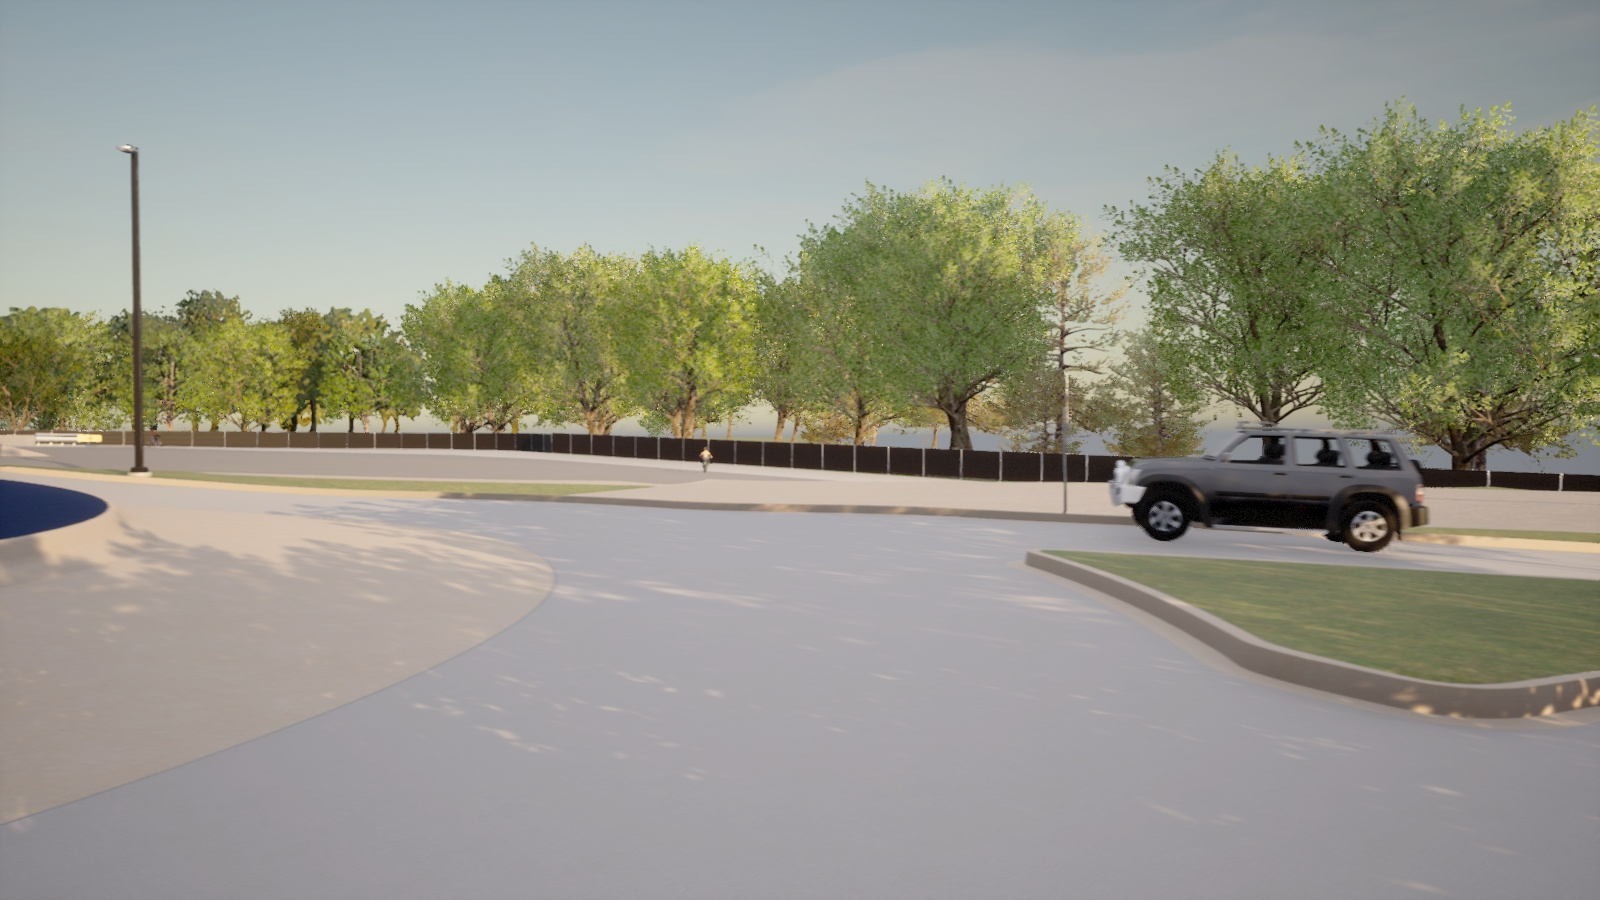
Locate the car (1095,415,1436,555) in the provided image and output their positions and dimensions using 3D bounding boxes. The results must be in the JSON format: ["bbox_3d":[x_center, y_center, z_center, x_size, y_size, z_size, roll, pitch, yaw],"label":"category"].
[{"bbox_3d":[6.983,0.472,19.358,4.605,1.855,1.932,2,2,11],"label":"car"}]

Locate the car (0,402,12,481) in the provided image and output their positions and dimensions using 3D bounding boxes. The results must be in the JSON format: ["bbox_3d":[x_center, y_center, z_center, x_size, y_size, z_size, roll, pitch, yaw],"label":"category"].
[{"bbox_3d":[-23.556,-0.367,32.201,5.566,2.045,2.150,3,0,9],"label":"car"}]
